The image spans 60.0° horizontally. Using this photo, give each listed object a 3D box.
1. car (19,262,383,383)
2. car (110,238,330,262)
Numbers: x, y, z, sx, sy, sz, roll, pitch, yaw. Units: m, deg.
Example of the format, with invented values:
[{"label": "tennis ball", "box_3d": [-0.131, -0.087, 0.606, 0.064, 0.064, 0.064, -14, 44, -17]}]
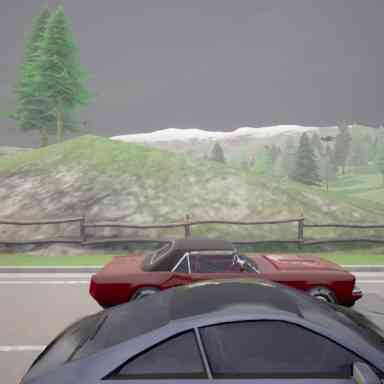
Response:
[{"label": "car", "box_3d": [0.698, 1.564, 2.973, 4.181, 1.385, 1.994, 0, 0, 0]}, {"label": "car", "box_3d": [0.612, 1.601, 6.471, 4.718, 1.301, 1.895, 0, 0, -1]}]
